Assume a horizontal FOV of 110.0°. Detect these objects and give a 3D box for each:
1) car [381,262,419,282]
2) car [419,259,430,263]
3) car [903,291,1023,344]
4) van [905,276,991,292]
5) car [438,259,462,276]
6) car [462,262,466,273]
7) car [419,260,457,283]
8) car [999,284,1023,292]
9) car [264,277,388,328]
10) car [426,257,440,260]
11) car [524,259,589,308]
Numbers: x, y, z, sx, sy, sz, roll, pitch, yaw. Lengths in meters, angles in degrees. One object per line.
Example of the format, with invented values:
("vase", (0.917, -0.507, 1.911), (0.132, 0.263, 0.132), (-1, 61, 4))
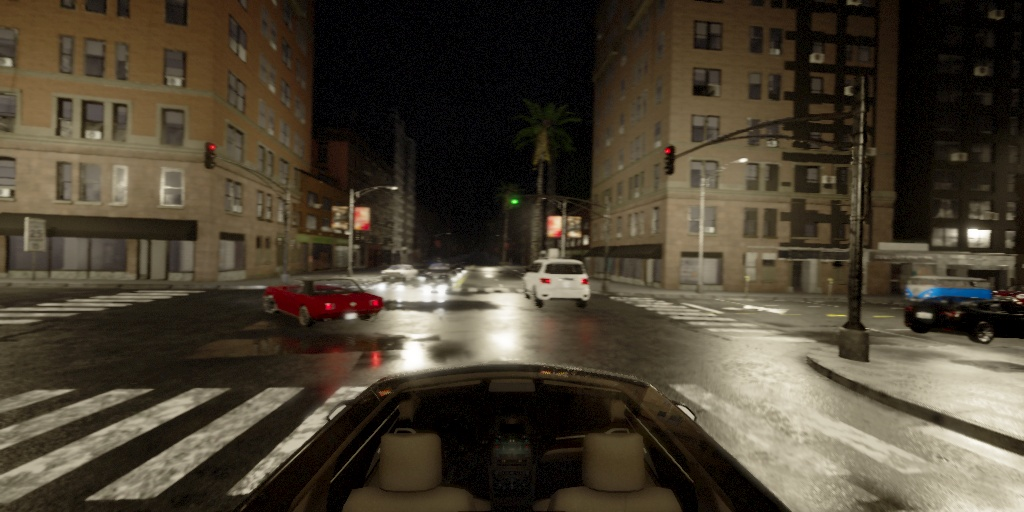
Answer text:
("car", (-9.306, 1.404, 29.876), (1.895, 1.301, 4.718), (1, -1, -2))
("car", (-10.118, 1.353, 39.089), (1.882, 1.535, 5.008), (1, -1, -5))
("car", (15.211, 2.003, 11.598), (4.313, 1.339, 1.948), (0, 0, -5))
("van", (25.442, 2.097, 21.019), (3.998, 1.789, 1.690), (0, 0, -5))
("car", (-6.873, 1.437, 39.233), (1.882, 1.535, 5.008), (1, -1, -5))
("car", (-7.651, 1.535, 48.596), (1.837, 1.490, 4.892), (1, -1, -5))
("car", (-6.042, 1.377, 29.880), (2.128, 1.511, 4.902), (1, -1, -5))
("car", (30.916, 2.384, 21.482), (4.097, 1.591, 1.967), (0, 0, -5))
("car", (-6.073, 1.300, 11.274), (4.718, 1.301, 1.895), (2, 0, 41))
("car", (-10.990, 1.176, 49.649), (2.150, 2.045, 5.566), (2, -1, -5))
("car", (1.881, 1.171, 16.669), (2.150, 2.045, 5.566), (1, 0, -5))
